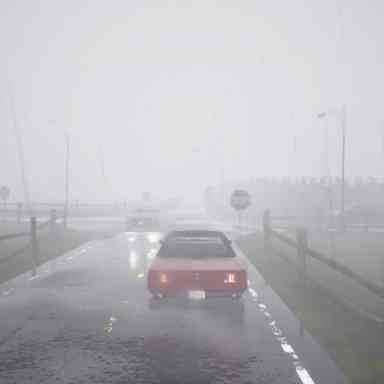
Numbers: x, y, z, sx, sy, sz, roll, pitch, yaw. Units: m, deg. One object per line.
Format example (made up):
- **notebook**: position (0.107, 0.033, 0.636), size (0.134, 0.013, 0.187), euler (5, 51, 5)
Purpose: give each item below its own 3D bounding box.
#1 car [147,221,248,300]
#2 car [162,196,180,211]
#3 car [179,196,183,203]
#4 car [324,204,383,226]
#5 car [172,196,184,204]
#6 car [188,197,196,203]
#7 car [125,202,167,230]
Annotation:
- **car**: position (0.095, 1.602, 8.344), size (1.895, 1.301, 4.718), euler (0, 0, 0)
- **car**: position (-2.880, 1.568, 41.359), size (2.033, 1.411, 5.357), euler (0, 0, 0)
- **car**: position (-2.887, 1.511, 53.499), size (1.882, 1.535, 5.008), euler (0, 0, 0)
- **car**: position (12.700, 1.699, 25.705), size (4.553, 1.767, 2.097), euler (1, -1, -1)
- **car**: position (-2.820, 1.545, 67.742), size (2.128, 1.511, 4.902), euler (0, 0, 0)
- **car**: position (-0.015, 1.657, 72.420), size (1.895, 1.301, 4.718), euler (0, 0, 0)
- **car**: position (-2.868, 1.569, 20.735), size (1.994, 1.385, 4.181), euler (0, 0, 0)
